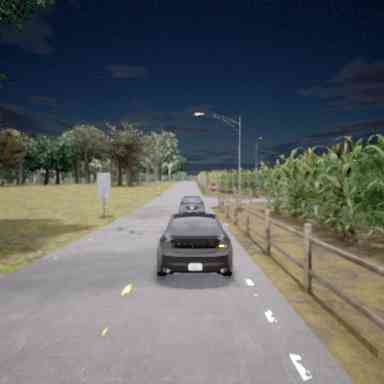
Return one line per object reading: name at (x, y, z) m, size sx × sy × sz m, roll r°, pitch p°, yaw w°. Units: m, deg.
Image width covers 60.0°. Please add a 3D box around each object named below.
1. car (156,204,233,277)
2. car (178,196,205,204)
car at (0.058, 1.322, 9.600) m, size 1.837 × 1.490 × 4.892 m, roll 0°, pitch 1°, yaw 0°
car at (-0.006, 0.975, 23.802) m, size 2.033 × 1.411 × 5.357 m, roll 0°, pitch 2°, yaw 0°
